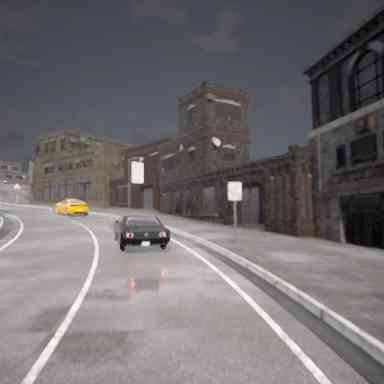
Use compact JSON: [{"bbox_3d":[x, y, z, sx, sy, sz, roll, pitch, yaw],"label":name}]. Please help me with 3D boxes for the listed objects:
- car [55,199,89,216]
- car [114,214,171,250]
[{"bbox_3d":[-11.445,1.388,31.577,1.882,1.535,5.008,3,-1,-38],"label":"car"},{"bbox_3d":[-2.330,1.609,14.375,1.895,1.301,4.718,1,0,-17],"label":"car"}]
